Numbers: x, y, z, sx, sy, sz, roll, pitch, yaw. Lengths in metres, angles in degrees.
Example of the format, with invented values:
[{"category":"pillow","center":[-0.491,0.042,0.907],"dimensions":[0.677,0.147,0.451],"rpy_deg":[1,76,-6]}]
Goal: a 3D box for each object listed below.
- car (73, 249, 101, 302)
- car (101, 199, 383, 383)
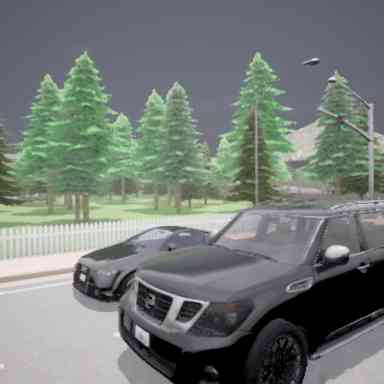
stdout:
[{"category":"car","center":[-0.582,1.521,7.879],"dimensions":[4.181,1.385,1.994],"rpy_deg":[-1,0,-36]},{"category":"car","center":[1.705,1.175,5.211],"dimensions":[5.566,2.045,2.150],"rpy_deg":[-1,0,-36]}]
